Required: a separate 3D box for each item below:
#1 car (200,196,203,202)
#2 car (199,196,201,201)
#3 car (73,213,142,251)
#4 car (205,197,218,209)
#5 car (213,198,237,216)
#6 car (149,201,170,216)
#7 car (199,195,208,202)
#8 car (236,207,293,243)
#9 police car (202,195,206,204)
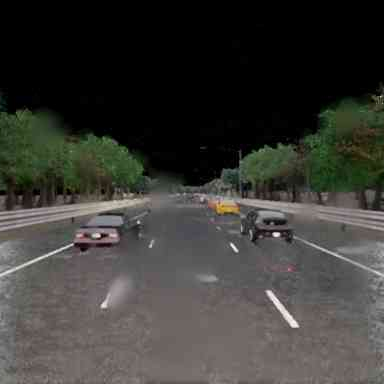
[{"bbox_3d":[3.301,1.798,70.696,1.882,1.535,5.008,0,0,0],"label":"car"},{"bbox_3d":[3.225,1.970,81.725,1.895,1.301,4.718,0,0,0],"label":"car"},{"bbox_3d":[-3.405,1.610,14.317,2.033,1.411,5.357,0,0,0],"label":"car"},{"bbox_3d":[3.454,1.571,48.667,2.097,1.767,4.553,0,0,0],"label":"car"},{"bbox_3d":[3.587,1.631,34.602,1.882,1.535,5.008,0,-1,0],"label":"car"},{"bbox_3d":[-3.413,1.647,35.020,2.128,1.511,4.902,0,0,0],"label":"car"},{"bbox_3d":[3.149,1.770,92.665,2.097,1.767,4.553,0,0,0],"label":"car"},{"bbox_3d":[3.594,1.577,16.577,1.837,1.490,4.892,0,0,0],"label":"car"},{"bbox_3d":[3.377,1.696,59.806,1.930,1.638,5.238,0,0,0],"label":"police car"}]
